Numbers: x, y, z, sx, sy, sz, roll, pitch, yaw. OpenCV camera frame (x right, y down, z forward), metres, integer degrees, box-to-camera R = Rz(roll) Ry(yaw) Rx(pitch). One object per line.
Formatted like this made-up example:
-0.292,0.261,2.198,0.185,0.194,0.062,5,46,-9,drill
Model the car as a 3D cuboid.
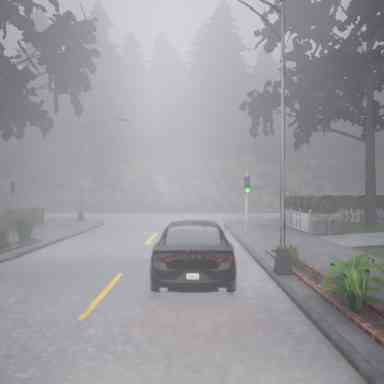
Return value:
0.045,1.479,8.941,1.882,1.535,5.008,0,0,1,car
